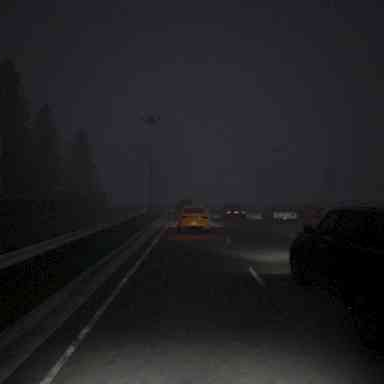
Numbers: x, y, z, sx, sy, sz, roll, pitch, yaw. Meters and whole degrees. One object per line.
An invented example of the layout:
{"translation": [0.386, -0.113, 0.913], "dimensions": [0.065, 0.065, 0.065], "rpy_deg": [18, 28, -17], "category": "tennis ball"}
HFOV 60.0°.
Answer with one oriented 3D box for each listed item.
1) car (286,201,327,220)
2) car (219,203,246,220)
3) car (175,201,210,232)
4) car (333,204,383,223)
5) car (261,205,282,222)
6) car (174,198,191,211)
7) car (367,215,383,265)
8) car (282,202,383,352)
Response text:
{"translation": [10.503, 1.663, 30.905], "dimensions": [1.882, 1.535, 5.008], "rpy_deg": [0, 0, -2], "category": "car"}
{"translation": [3.535, 1.719, 29.634], "dimensions": [2.033, 1.411, 5.357], "rpy_deg": [0, 0, -1], "category": "car"}
{"translation": [0.116, 1.596, 20.925], "dimensions": [1.882, 1.535, 5.008], "rpy_deg": [0, 0, 0], "category": "car"}
{"translation": [14.081, 1.775, 28.459], "dimensions": [1.895, 1.301, 4.718], "rpy_deg": [0, 0, -1], "category": "car"}
{"translation": [7.067, 1.764, 27.664], "dimensions": [1.895, 1.301, 4.718], "rpy_deg": [0, 0, -1], "category": "car"}
{"translation": [-1.006, 1.586, 41.553], "dimensions": [2.097, 1.767, 4.553], "rpy_deg": [0, 0, -8], "category": "car"}
{"translation": [7.108, 1.551, 9.022], "dimensions": [2.128, 1.511, 4.902], "rpy_deg": [0, 0, 0], "category": "car"}
{"translation": [3.601, 1.265, 6.374], "dimensions": [2.150, 2.045, 5.566], "rpy_deg": [0, 0, 1], "category": "car"}
